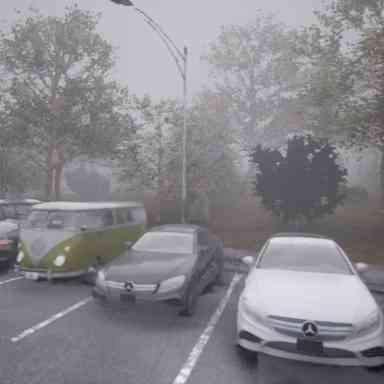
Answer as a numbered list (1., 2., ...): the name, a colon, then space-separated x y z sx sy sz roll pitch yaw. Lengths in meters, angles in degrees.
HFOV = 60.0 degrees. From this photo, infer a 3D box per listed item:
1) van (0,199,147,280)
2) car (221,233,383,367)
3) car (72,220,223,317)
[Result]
1. van: -2.858 1.260 9.341 1.878 1.987 4.442 1 -1 16
2. car: 1.965 1.525 6.034 2.002 1.452 4.674 1 -1 15
3. car: -0.435 1.526 7.742 2.002 1.452 4.674 1 -1 16
